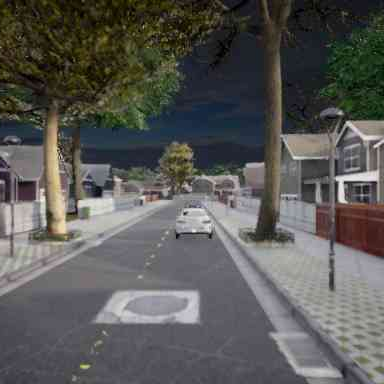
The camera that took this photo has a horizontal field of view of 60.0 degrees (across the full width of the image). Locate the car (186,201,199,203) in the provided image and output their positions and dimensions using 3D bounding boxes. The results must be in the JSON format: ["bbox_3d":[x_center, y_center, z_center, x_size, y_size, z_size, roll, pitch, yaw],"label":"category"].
[{"bbox_3d":[0.079,1.655,39.205,1.895,1.301,4.718,0,0,0],"label":"car"}]

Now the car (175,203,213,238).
[{"bbox_3d":[0.093,1.543,17.609,1.812,1.442,4.674,0,0,0],"label":"car"}]
